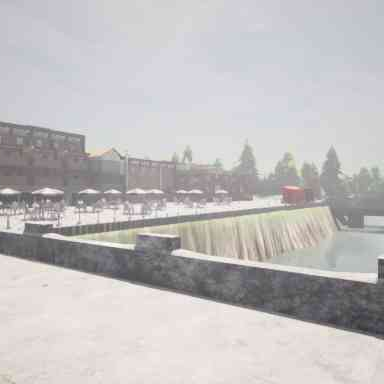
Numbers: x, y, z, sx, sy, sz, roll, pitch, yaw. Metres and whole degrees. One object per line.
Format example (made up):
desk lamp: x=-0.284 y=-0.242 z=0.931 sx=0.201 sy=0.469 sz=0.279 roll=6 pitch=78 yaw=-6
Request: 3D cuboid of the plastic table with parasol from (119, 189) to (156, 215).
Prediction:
plastic table with parasol: x=-5.329 y=0.925 z=32.530 sx=2.482 sy=2.480 sz=2.482 roll=0 pitch=0 yaw=35
